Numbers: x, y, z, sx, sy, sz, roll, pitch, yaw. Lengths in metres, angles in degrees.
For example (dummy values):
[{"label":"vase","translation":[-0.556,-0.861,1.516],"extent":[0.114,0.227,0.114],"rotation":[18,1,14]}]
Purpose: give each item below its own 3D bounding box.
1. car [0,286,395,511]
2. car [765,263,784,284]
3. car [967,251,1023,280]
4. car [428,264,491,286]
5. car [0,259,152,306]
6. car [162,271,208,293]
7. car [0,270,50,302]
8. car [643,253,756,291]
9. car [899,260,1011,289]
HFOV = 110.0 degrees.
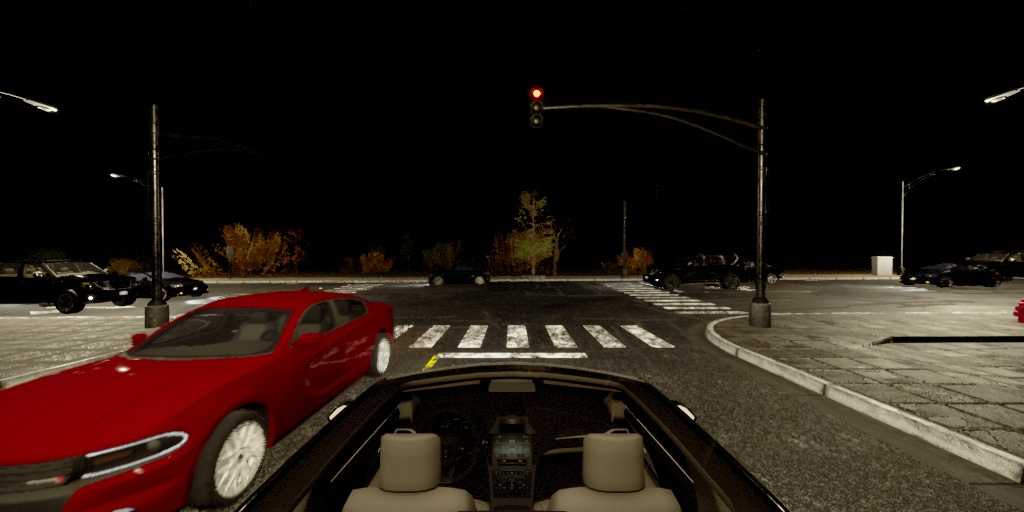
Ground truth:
[{"label":"car","translation":[-3.107,1.227,4.560],"extent":[1.882,1.535,5.008],"rotation":[0,0,1]},{"label":"car","translation":[15.372,1.067,24.031],"extent":[4.902,1.511,2.128],"rotation":[-1,1,0]},{"label":"car","translation":[32.625,0.694,23.889],"extent":[5.566,2.045,2.150],"rotation":[0,1,1]},{"label":"car","translation":[-3.481,1.260,24.179],"extent":[4.181,1.385,1.994],"rotation":[0,1,0]},{"label":"car","translation":[-18.275,1.140,14.339],"extent":[5.566,2.045,2.150],"rotation":[0,1,0]},{"label":"car","translation":[-17.520,1.437,17.589],"extent":[4.181,1.385,1.994],"rotation":[0,1,0]},{"label":"car","translation":[-26.760,1.482,17.661],"extent":[5.357,1.411,2.033],"rotation":[0,1,0]},{"label":"car","translation":[10.595,0.868,20.819],"extent":[5.566,2.045,2.150],"rotation":[0,1,0]},{"label":"car","translation":[25.177,1.122,20.705],"extent":[4.181,1.385,1.994],"rotation":[0,1,0]}]
